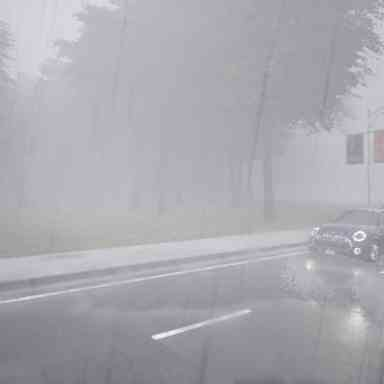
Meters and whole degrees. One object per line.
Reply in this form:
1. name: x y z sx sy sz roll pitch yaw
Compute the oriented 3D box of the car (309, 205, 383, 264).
1. car: 6.336 1.395 12.196 4.553 1.767 2.097 0 0 -36
